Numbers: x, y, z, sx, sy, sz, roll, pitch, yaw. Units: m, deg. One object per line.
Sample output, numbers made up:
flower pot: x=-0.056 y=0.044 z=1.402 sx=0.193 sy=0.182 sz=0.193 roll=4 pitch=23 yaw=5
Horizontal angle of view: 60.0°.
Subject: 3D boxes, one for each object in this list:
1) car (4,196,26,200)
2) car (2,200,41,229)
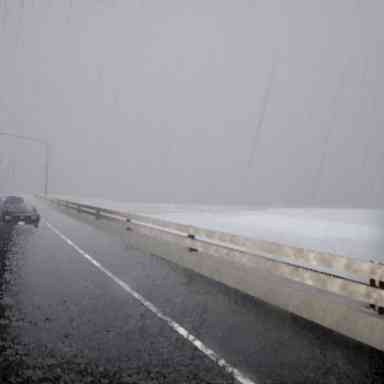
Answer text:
car: x=-18.047 y=1.146 z=33.938 sx=1.882 sy=1.535 sz=5.008 roll=2 pitch=0 yaw=-28
car: x=-10.372 y=1.408 z=20.126 sx=1.895 sy=1.301 sz=4.718 roll=2 pitch=-1 yaw=-29
